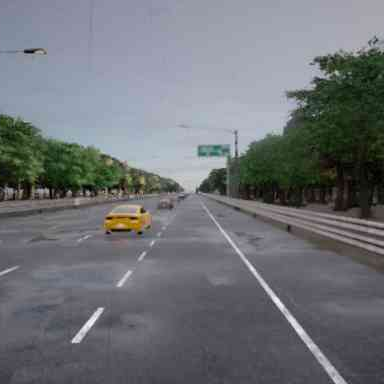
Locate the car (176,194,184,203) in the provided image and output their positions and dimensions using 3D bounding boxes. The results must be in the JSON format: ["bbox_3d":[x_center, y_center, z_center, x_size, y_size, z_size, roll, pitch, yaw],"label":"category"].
[{"bbox_3d":[-3.279,1.525,66.173,2.033,1.411,5.357,0,0,0],"label":"car"}]

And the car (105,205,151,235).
[{"bbox_3d":[-3.481,1.482,18.731,1.882,1.535,5.008,0,0,0],"label":"car"}]

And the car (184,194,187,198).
[{"bbox_3d":[-3.123,1.432,94.239,1.882,1.535,5.008,0,0,0],"label":"car"}]

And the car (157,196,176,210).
[{"bbox_3d":[-3.400,1.526,43.010,1.812,1.442,4.674,0,0,0],"label":"car"}]
